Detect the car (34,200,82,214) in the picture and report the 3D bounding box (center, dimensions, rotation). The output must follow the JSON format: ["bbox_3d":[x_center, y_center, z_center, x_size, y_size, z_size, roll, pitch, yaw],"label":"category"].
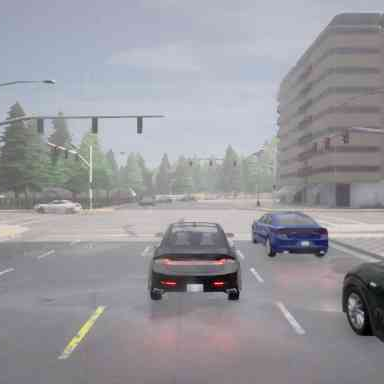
[{"bbox_3d":[-14.187,1.582,35.368,4.674,1.442,1.812,0,1,-9],"label":"car"}]

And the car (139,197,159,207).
[{"bbox_3d":[-6.788,1.525,51.110,1.812,1.442,4.674,0,0,3],"label":"car"}]

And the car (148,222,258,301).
[{"bbox_3d":[0.067,1.492,8.341,2.128,1.511,4.902,0,0,0],"label":"car"}]

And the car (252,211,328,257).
[{"bbox_3d":[3.585,1.478,12.987,1.882,1.535,5.008,0,0,0],"label":"car"}]

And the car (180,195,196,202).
[{"bbox_3d":[-0.821,1.500,73.840,1.837,1.490,4.892,0,0,31],"label":"car"}]

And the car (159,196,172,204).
[{"bbox_3d":[-5.213,1.527,63.062,1.812,1.442,4.674,0,1,16],"label":"car"}]

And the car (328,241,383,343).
[{"bbox_3d":[3.600,1.352,3.835,2.097,1.767,4.553,0,0,0],"label":"car"}]
